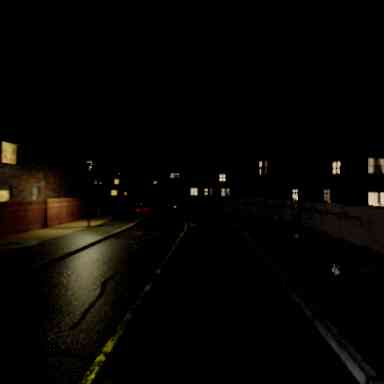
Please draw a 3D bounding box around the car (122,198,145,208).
[{"bbox_3d":[-8.507,1.549,48.507,1.812,1.442,4.674,1,-1,-36],"label":"car"}]

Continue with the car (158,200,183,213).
[{"bbox_3d":[-2.515,1.569,37.880,1.994,1.385,4.181,1,0,-20],"label":"car"}]
